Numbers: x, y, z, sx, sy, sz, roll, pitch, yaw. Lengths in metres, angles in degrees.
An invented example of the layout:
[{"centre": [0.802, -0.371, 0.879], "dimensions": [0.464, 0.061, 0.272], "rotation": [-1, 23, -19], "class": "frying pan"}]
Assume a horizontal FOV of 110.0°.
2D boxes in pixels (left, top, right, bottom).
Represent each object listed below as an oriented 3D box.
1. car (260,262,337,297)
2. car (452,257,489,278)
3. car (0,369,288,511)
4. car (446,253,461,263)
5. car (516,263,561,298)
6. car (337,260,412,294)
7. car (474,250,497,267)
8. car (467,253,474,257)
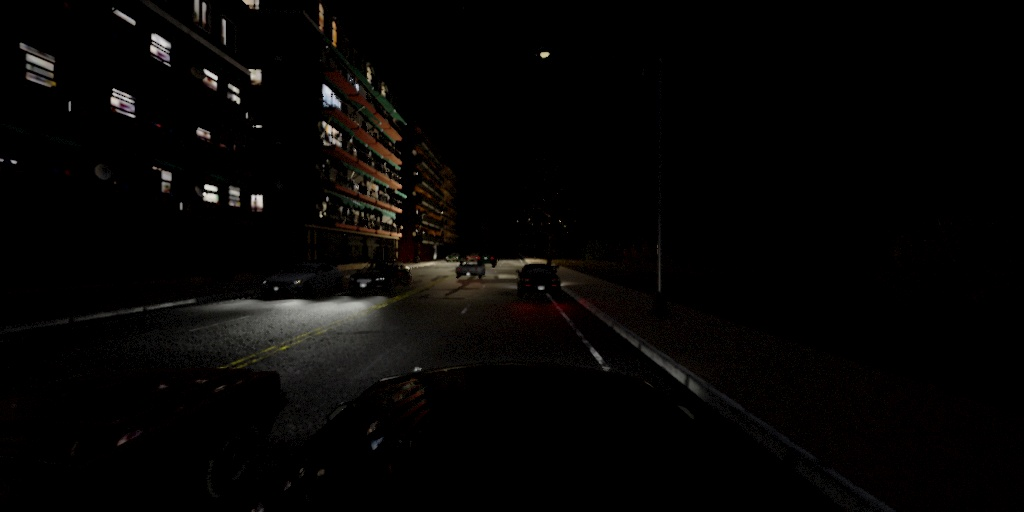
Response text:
[{"centre": [-9.809, 1.045, 17.233], "dimensions": [1.812, 1.442, 4.674], "rotation": [0, 1, 0], "class": "car"}, {"centre": [-3.103, 0.963, 27.750], "dimensions": [1.895, 1.301, 4.718], "rotation": [0, 1, 0], "class": "car"}, {"centre": [-3.151, 1.355, 1.394], "dimensions": [1.895, 1.301, 4.718], "rotation": [0, 1, 0], "class": "car"}, {"centre": [-9.705, 0.230, 60.000], "dimensions": [2.097, 1.767, 4.553], "rotation": [0, 1, 1], "class": "car"}, {"centre": [1.164, 1.056, 16.548], "dimensions": [1.812, 1.442, 4.674], "rotation": [0, 1, 0], "class": "car"}, {"centre": [-6.571, 0.995, 18.291], "dimensions": [2.128, 1.511, 4.902], "rotation": [0, 1, 0], "class": "car"}, {"centre": [-3.073, 0.331, 44.634], "dimensions": [2.150, 2.045, 5.566], "rotation": [0, 1, 0], "class": "car"}, {"centre": [-6.452, 0.219, 60.715], "dimensions": [2.097, 1.767, 4.553], "rotation": [0, 1, 1], "class": "car"}]
